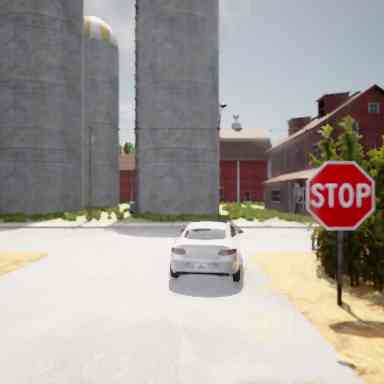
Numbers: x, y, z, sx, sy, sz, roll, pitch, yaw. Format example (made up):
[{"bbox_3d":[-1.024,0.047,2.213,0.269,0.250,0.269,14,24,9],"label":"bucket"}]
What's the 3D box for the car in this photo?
[{"bbox_3d":[0.556,1.569,9.997,1.812,1.442,4.674,0,0,8],"label":"car"}]
